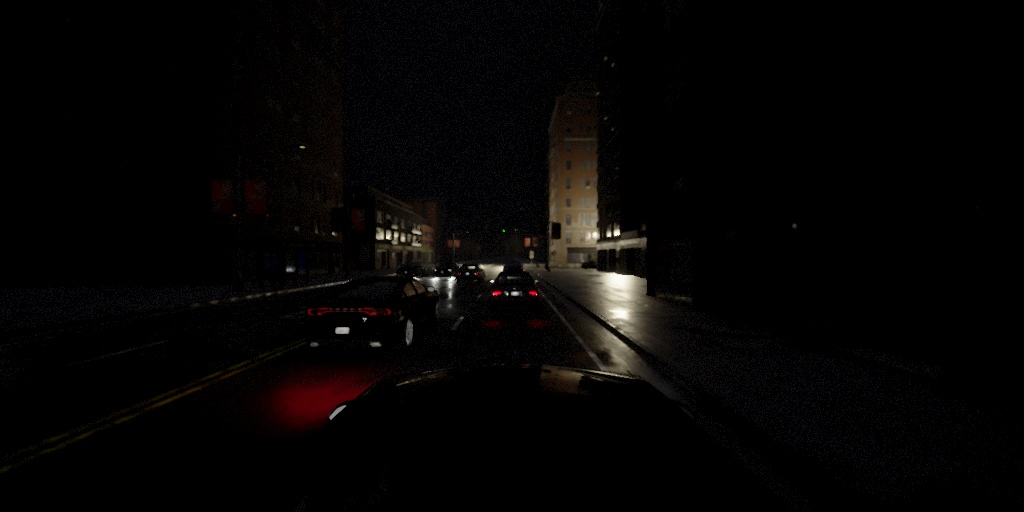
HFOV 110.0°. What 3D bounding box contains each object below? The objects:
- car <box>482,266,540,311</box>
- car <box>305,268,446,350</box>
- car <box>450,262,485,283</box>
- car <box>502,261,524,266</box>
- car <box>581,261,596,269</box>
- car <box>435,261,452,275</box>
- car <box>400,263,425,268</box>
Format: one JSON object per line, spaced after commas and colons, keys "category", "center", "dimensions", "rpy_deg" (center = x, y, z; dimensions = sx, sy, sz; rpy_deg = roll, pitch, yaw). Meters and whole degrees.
{"category": "car", "center": [0.099, 1.306, 14.490], "dimensions": [2.033, 1.411, 5.357], "rpy_deg": [0, 0, 0]}
{"category": "car", "center": [-3.151, 1.232, 9.139], "dimensions": [1.882, 1.535, 5.008], "rpy_deg": [0, 0, 0]}
{"category": "car", "center": [-3.152, 1.317, 27.848], "dimensions": [2.033, 1.411, 5.357], "rpy_deg": [0, 0, 0]}
{"category": "car", "center": [0.096, 1.253, 34.056], "dimensions": [1.882, 1.535, 5.008], "rpy_deg": [0, 0, 0]}
{"category": "car", "center": [12.391, 1.382, 53.112], "dimensions": [4.313, 1.339, 1.948], "rpy_deg": [0, 0, 0]}
{"category": "car", "center": [-6.579, 1.284, 36.238], "dimensions": [1.837, 1.490, 4.892], "rpy_deg": [0, 0, 0]}
{"category": "car", "center": [-9.835, 1.341, 35.187], "dimensions": [1.994, 1.385, 4.181], "rpy_deg": [0, 0, 0]}
